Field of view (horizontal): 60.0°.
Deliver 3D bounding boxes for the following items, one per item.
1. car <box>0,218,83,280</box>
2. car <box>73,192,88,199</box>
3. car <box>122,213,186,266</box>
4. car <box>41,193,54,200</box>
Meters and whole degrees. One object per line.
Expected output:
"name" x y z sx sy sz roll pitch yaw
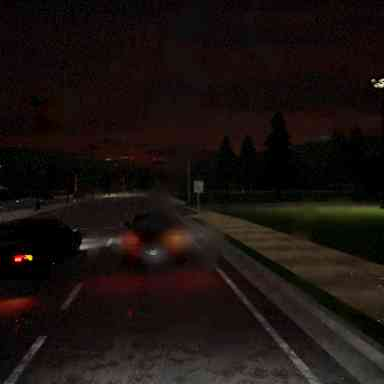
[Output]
"car" -4.633 1.488 9.710 2.033 1.411 5.357 -1 1 -7
"car" -26.028 0.939 76.691 2.128 1.511 4.902 -1 1 -7
"car" -1.271 1.409 11.031 1.812 1.442 4.674 -1 1 -7
"car" -32.970 1.038 75.797 2.128 1.511 4.902 -1 1 -7
